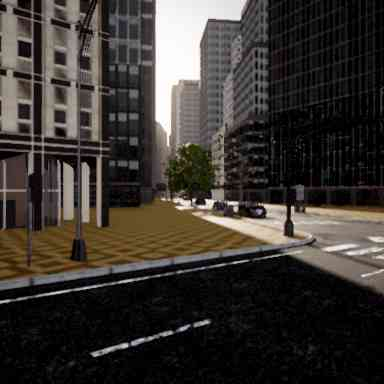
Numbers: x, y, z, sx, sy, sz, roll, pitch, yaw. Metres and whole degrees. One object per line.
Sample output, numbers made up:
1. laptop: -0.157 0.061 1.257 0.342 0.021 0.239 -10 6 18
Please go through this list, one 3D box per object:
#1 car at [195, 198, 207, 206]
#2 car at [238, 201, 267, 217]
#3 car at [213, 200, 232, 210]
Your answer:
1. car: 1.738 1.992 67.147 1.837 1.490 4.892 0 -1 -7
2. car: 5.990 1.679 33.376 2.128 1.511 4.902 0 0 -7
3. car: 4.198 1.846 47.308 2.033 1.411 5.357 0 0 -7
